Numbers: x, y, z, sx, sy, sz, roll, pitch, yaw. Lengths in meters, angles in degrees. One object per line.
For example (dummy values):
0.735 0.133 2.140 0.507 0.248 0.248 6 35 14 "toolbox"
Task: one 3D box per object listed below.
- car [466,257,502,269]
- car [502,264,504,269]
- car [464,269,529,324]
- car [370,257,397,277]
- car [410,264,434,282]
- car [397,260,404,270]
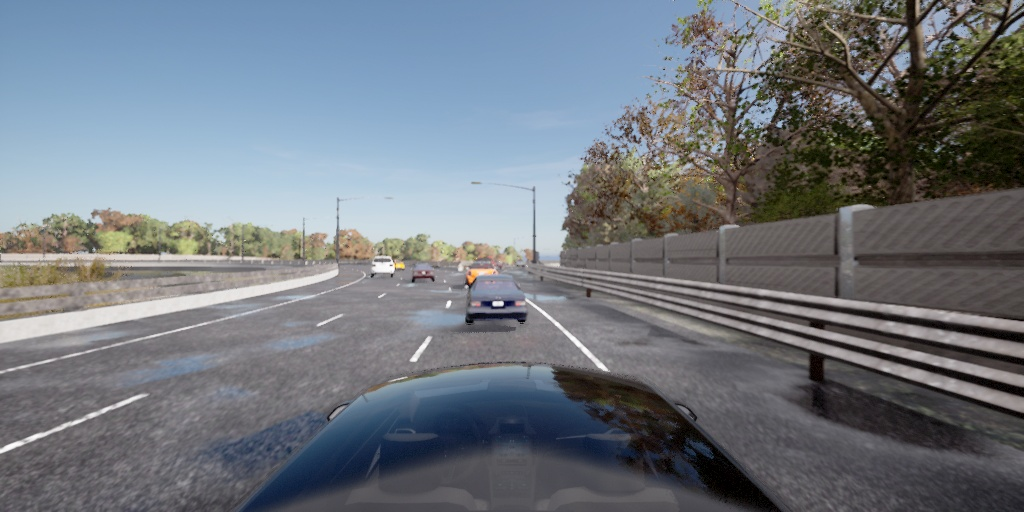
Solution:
-2.071 1.169 24.720 2.097 1.767 4.553 0 0 -6 "car"
-2.374 1.506 55.089 1.895 1.301 4.718 0 0 4 "car"
-0.620 1.328 12.088 2.033 1.411 5.357 0 0 -6 "car"
-13.447 1.086 37.187 2.150 2.045 5.566 0 0 -20 "car"
-7.656 1.387 30.673 2.033 1.411 5.357 0 0 -16 "car"
-18.033 1.397 55.342 1.882 1.535 5.008 0 0 -29 "car"
